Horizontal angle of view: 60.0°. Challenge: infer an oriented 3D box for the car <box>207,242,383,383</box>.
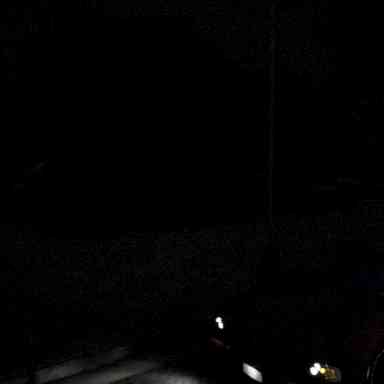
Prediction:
[{"bbox_3d":[2.813,1.543,5.130,5.357,1.411,2.033,0,0,-36],"label":"car"}]
